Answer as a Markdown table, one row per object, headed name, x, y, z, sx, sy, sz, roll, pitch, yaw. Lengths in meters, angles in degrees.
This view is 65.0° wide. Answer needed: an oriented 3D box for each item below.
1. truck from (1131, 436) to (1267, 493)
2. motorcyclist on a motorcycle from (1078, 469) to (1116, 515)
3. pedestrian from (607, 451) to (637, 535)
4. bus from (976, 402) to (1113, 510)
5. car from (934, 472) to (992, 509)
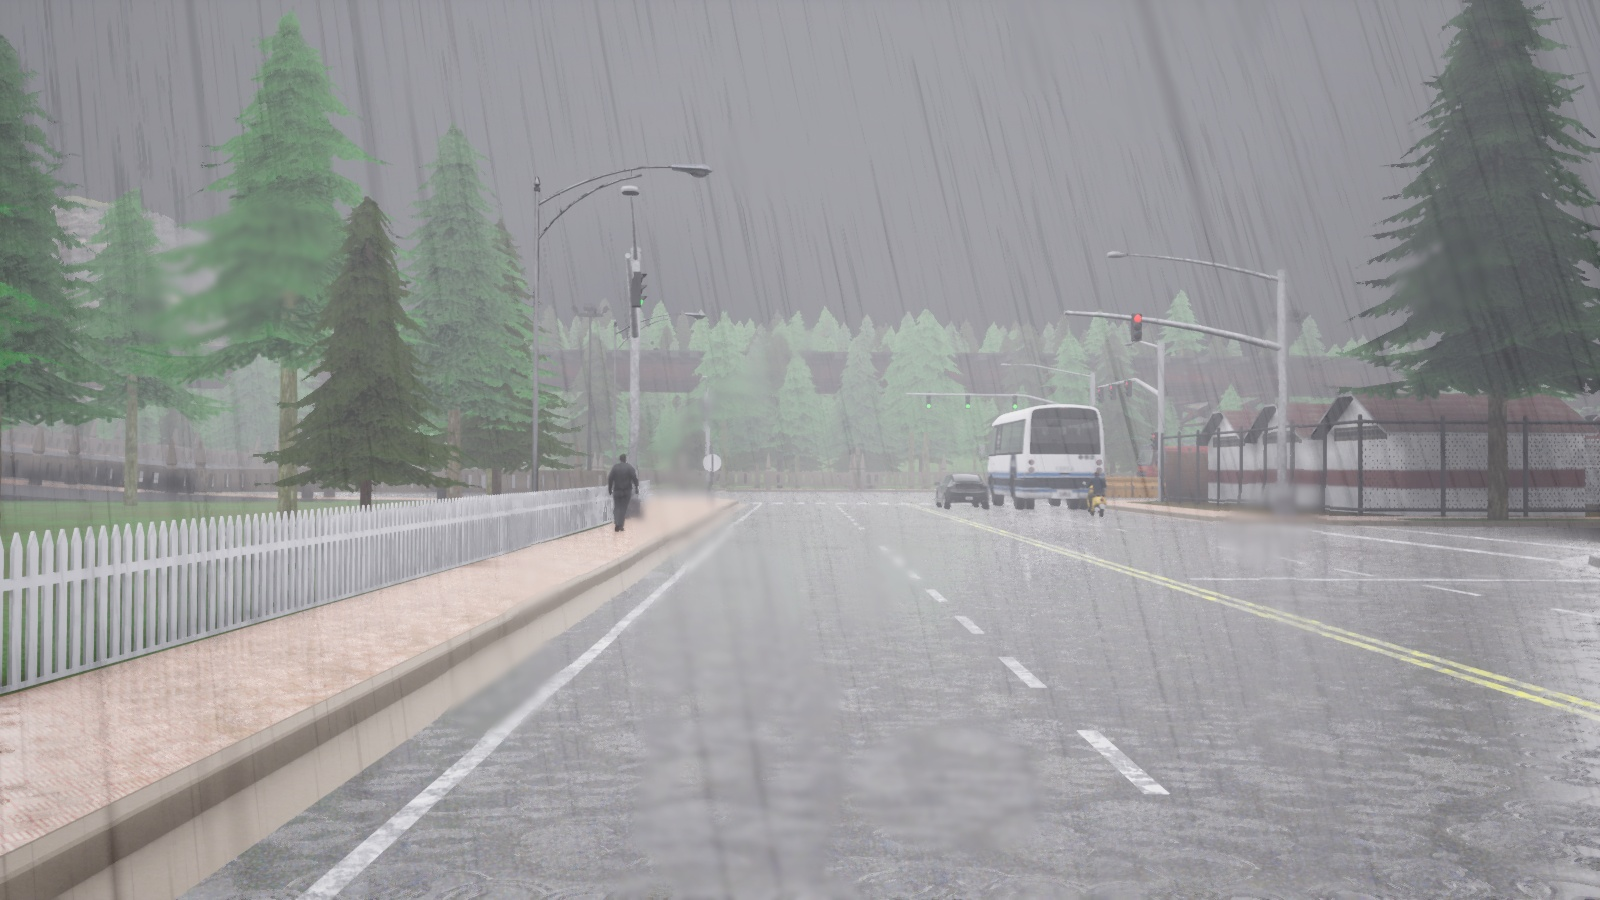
| name | x | y | z | sx | sy | sz | roll | pitch | yaw |
| --- | --- | --- | --- | --- | --- | --- | --- | --- | --- |
| truck | 27.591 | 0.997 | 87.012 | 8.468 | 3.827 | 2.891 | 0 | -1 | -2 |
| motorcyclist on a motorcycle | 10.444 | 1.467 | 44.205 | 0.866 | 1.590 | 1.817 | 0 | -1 | 0 |
| pedestrian | -4.060 | 0.970 | 28.674 | 0.563 | 1.883 | 0.849 | 0 | -1 | -1 |
| bus | 10.423 | 0.316 | 54.911 | 3.944 | 4.253 | 10.273 | 0 | -1 | 0 |
| car | 6.932 | 1.695 | 53.876 | 1.837 | 1.490 | 4.892 | 0 | -1 | 0 |
